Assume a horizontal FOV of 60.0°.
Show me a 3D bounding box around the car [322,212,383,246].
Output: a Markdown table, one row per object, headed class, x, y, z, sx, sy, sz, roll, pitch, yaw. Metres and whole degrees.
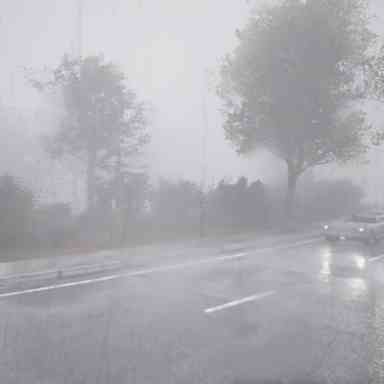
| class | x | y | z | sx | sy | sz | roll | pitch | yaw |
| --- | --- | --- | --- | --- | --- | --- | --- | --- | --- |
| car | 7.884 | 1.605 | 15.452 | 4.718 | 1.301 | 1.895 | 0 | 0 | -44 |
